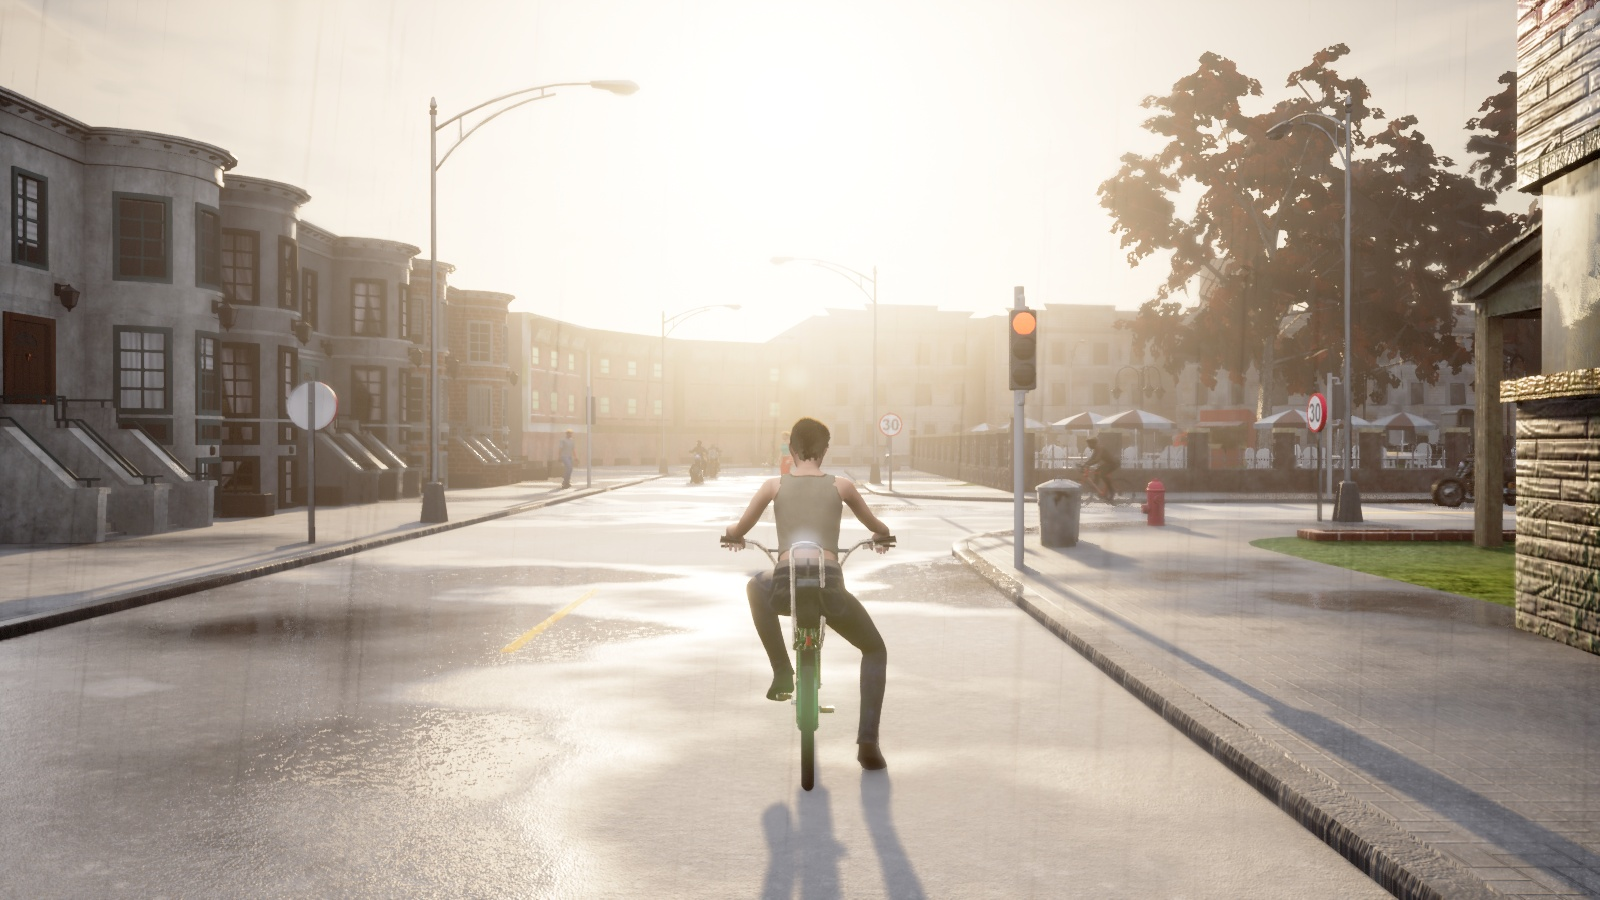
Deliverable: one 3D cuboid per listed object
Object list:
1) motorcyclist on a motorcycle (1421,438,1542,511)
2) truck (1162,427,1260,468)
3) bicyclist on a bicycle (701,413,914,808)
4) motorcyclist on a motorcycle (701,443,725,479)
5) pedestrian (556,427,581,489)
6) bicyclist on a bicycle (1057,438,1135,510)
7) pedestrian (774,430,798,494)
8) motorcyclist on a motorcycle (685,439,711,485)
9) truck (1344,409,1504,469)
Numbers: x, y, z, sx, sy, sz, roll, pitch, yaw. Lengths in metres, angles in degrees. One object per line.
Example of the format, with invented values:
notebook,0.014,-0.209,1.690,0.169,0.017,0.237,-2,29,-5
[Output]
motorcyclist on a motorcycle,15.556,0.547,28.687,2.350,1.649,0.766,0,0,0
truck,25.422,-0.160,77.895,5.204,2.467,2.627,0,0,0
bicyclist on a bicycle,0.037,0.650,5.875,0.866,1.612,1.509,0,0,0
motorcyclist on a motorcycle,-3.752,0.472,54.280,0.866,1.530,2.191,0,0,0
pedestrian,-6.999,0.237,37.890,0.706,1.836,0.354,0,0,36
bicyclist on a bicycle,6.763,0.543,28.727,1.656,1.620,0.582,0,0,0
pedestrian,-0.401,0.339,36.193,0.594,1.836,0.345,0,0,-30
motorcyclist on a motorcycle,-3.778,0.429,46.842,0.766,1.649,2.350,0,0,0
truck,36.619,-0.623,73.859,7.936,3.462,2.891,0,0,0
